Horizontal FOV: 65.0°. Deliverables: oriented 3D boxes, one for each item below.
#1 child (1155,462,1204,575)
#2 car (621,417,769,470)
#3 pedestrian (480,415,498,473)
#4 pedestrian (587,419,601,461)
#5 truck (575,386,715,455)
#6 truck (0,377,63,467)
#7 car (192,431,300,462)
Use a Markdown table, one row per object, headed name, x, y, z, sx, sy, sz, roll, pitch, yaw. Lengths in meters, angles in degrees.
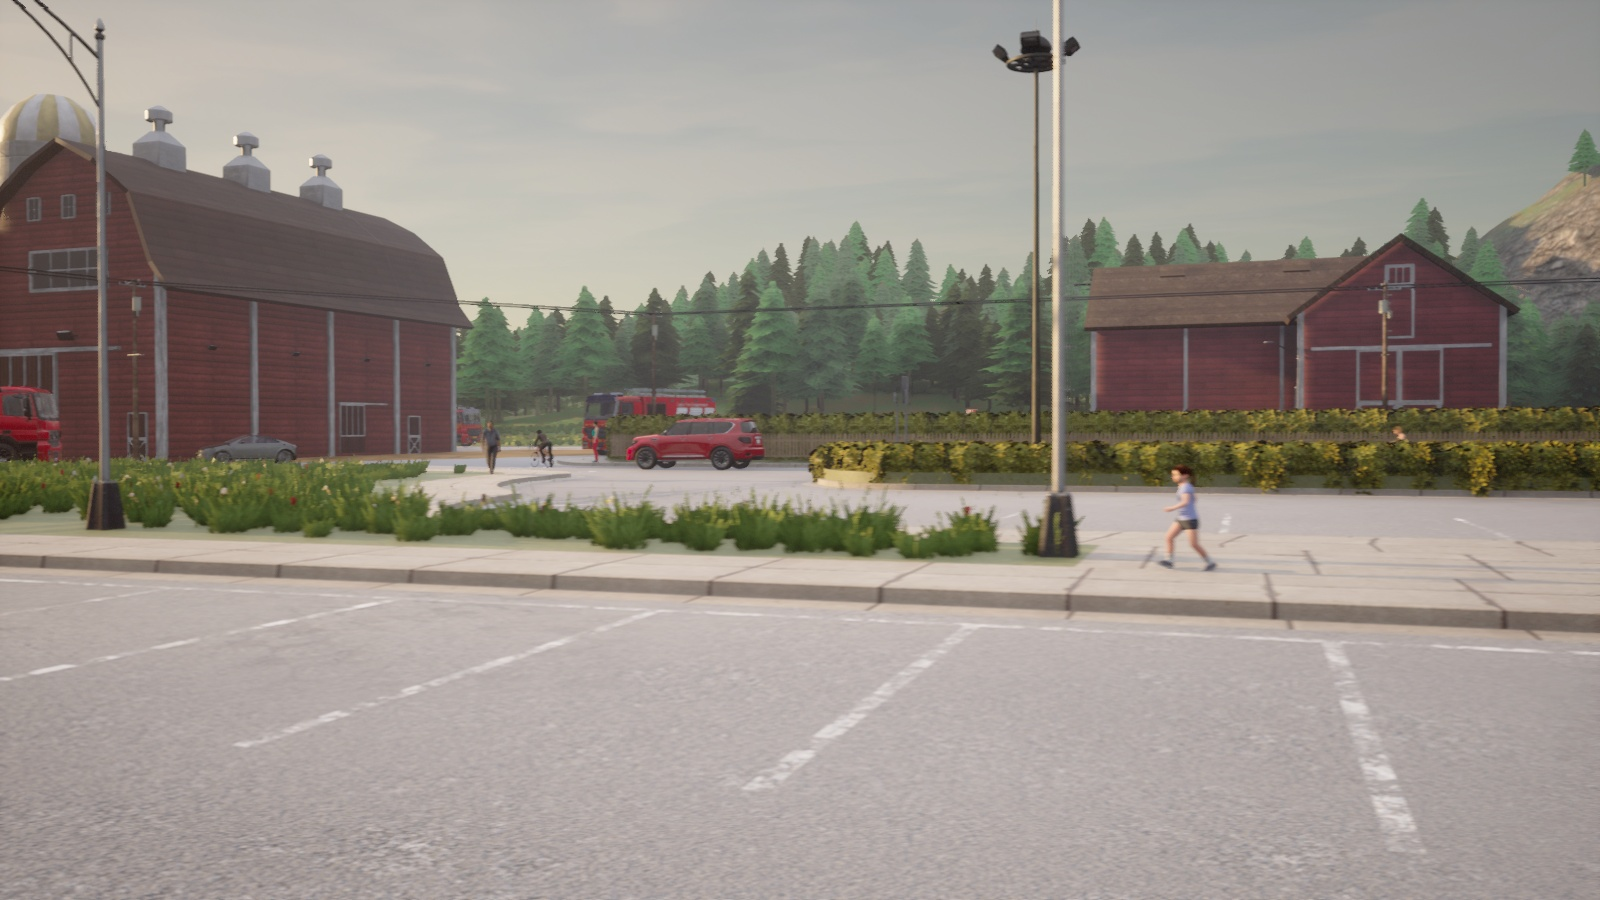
| name | x | y | z | sx | sy | sz | roll | pitch | yaw |
| --- | --- | --- | --- | --- | --- | --- | --- | --- | --- |
| child | 3.777 | 0.676 | 12.520 | 0.394 | 1.110 | 0.255 | 0 | 1 | -3 |
| car | -4.218 | -0.280 | 50.539 | 5.566 | 2.045 | 2.150 | 1 | 1 | 19 |
| pedestrian | -10.010 | -0.204 | 40.456 | 0.540 | 1.848 | 0.694 | 0 | 1 | -10 |
| pedestrian | -9.148 | -0.450 | 55.755 | 0.594 | 1.836 | 0.345 | 0 | 1 | -1 |
| truck | -8.889 | -1.692 | 73.128 | 2.891 | 3.827 | 8.468 | 1 | 1 | 38 |
| truck | -33.595 | -1.090 | 48.972 | 7.936 | 3.462 | 2.891 | 0 | 1 | -20 |
| car | -25.300 | -0.191 | 57.388 | 4.181 | 1.385 | 1.994 | -1 | 1 | -37 |
